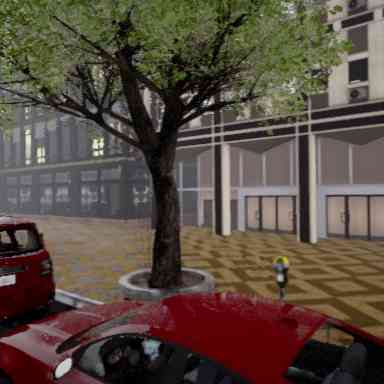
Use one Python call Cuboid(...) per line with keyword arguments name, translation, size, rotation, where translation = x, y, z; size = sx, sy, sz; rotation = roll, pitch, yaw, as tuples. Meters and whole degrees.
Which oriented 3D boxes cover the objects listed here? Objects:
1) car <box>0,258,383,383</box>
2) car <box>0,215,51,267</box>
Cuboid(name="car", translation=(0.050, 1.545, 2.701), size=(4.507, 1.381, 1.887), rotation=(0, -1, 36))
Cuboid(name="car", translation=(-4.529, 1.316, 6.015), size=(5.009, 1.841, 2.192), rotation=(0, -1, 36))
